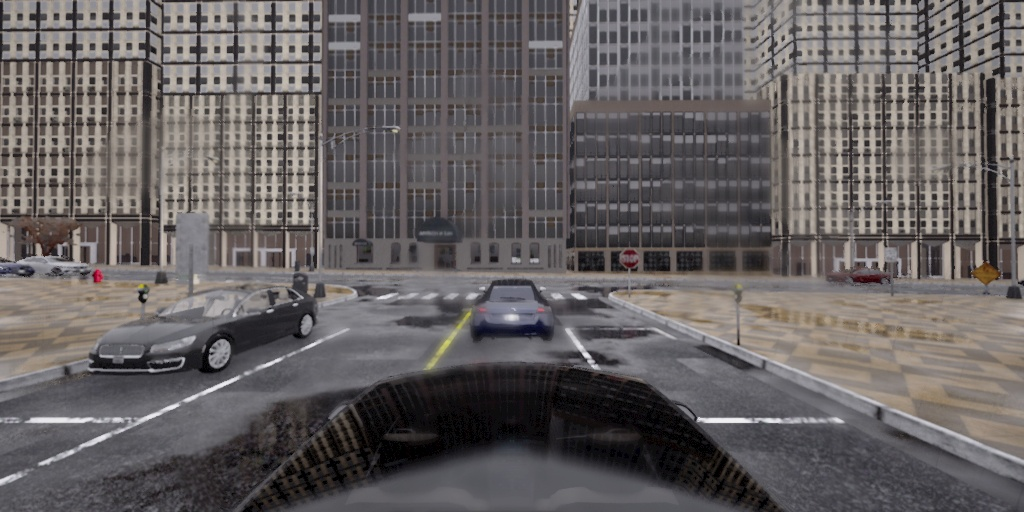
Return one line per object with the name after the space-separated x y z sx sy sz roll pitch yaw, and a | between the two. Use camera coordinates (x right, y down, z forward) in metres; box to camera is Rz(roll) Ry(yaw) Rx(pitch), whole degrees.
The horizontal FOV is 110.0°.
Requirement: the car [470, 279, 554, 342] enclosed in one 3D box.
0.015 1.327 9.860 1.994 1.385 4.181 0 0 0 | car

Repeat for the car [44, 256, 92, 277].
-34.580 0.763 26.936 4.674 1.442 1.812 1 -1 1 | car

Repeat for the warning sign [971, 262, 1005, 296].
26.614 1.274 20.115 1.060 1.860 1.300 0 0 1 | warning sign

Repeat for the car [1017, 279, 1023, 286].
49.442 2.275 32.415 5.357 1.411 2.033 1 -1 1 | car

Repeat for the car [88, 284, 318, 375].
-5.813 1.310 7.479 2.007 1.370 4.403 0 0 0 | car

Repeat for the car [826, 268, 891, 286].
31.625 1.864 32.751 5.008 1.535 1.882 1 -1 1 | car

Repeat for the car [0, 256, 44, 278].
-34.645 0.725 23.696 4.674 1.442 1.812 1 -1 1 | car
